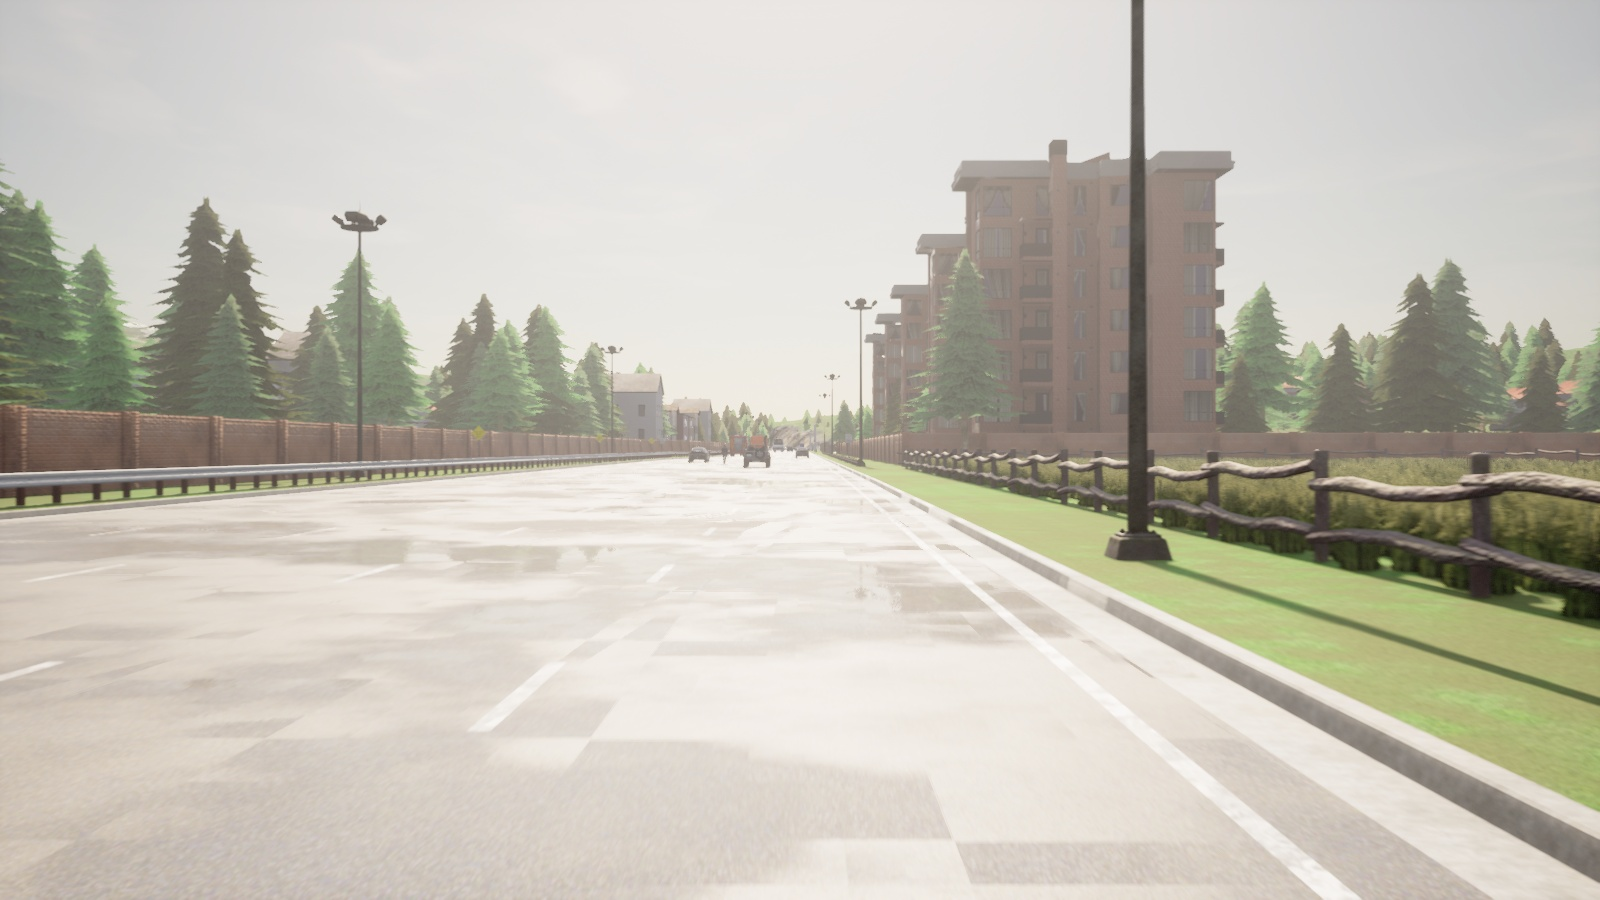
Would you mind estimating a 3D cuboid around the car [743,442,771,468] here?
[{"bbox_3d":[-3.192,0.355,93.960,1.932,1.855,4.605,0,0,0],"label":"car"}]
